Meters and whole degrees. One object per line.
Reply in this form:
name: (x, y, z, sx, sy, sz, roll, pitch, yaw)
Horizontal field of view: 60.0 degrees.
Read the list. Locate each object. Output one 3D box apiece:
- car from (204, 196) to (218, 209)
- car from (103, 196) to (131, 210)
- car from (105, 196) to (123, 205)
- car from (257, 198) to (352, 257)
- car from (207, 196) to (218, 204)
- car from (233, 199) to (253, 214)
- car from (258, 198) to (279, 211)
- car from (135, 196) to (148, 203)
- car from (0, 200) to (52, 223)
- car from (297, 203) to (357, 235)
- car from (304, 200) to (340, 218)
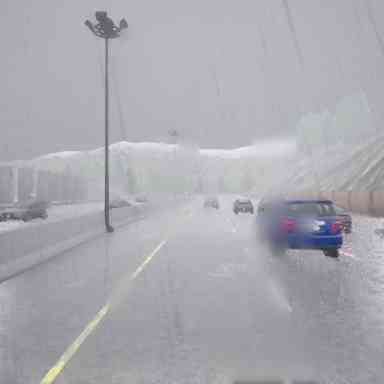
car: (2.645, 1.595, 45.100, 1.895, 1.301, 4.718, 0, 0, 5)
car: (-8.594, 1.543, 38.664, 2.033, 1.411, 5.357, 0, 0, 5)
car: (-13.987, 1.496, 60.084, 1.837, 1.490, 4.892, 0, 0, 4)
car: (3.962, 1.221, 13.085, 2.150, 2.045, 5.566, 0, 0, 3)
car: (3.951, 1.539, 64.214, 2.033, 1.411, 5.357, 0, 0, 4)
car: (5.391, 1.488, 35.361, 2.128, 1.511, 4.902, 0, 0, 4)
car: (9.332, 1.521, 40.893, 1.812, 1.442, 4.674, 0, 0, 5)
car: (-10.070, 1.554, 66.497, 1.994, 1.385, 4.181, 0, 0, 4)
car: (-13.030, 1.561, 25.811, 1.994, 1.385, 4.181, 0, 0, 4)
car: (7.847, 1.503, 19.894, 1.837, 1.490, 4.892, 0, 0, 3)
car: (12.109, 1.522, 31.288, 1.812, 1.442, 4.674, 0, 0, 4)
